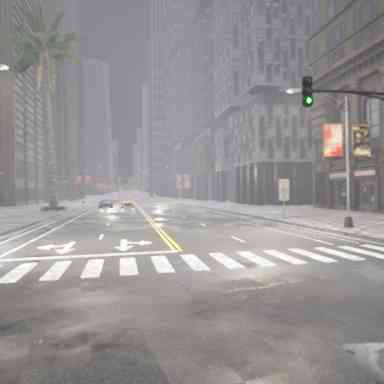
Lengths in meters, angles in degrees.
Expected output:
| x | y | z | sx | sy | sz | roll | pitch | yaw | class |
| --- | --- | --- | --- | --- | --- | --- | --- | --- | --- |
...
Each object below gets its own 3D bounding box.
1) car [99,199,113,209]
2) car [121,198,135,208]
| x | y | z | sx | sy | sz | roll | pitch | yaw | class |
| --- | --- | --- | --- | --- | --- | --- | --- | --- | --- |
| -13.209 | 1.797 | 51.321 | 1.994 | 1.385 | 4.181 | -1 | 0 | -11 | car |
| -10.024 | 1.660 | 51.959 | 1.882 | 1.535 | 5.008 | -1 | 0 | -11 | car |
